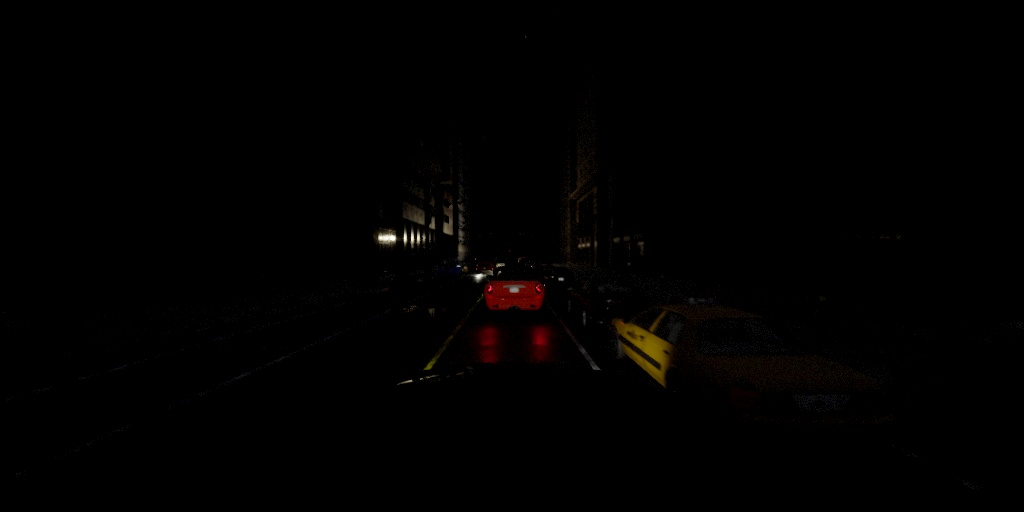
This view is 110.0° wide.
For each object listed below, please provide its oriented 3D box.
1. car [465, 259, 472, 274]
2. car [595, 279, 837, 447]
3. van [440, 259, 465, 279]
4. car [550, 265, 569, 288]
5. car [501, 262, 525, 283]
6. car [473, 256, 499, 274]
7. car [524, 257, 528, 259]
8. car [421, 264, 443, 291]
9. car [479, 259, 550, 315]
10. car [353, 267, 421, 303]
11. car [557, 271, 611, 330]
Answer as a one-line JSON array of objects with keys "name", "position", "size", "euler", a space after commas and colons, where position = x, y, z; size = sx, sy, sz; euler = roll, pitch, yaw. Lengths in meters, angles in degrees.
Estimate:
[{"name": "car", "position": [-5.767, 1.326, 38.765], "size": [1.751, 1.417, 4.829], "euler": [0, 0, 0]}, {"name": "car", "position": [2.762, 1.280, 5.511], "size": [1.751, 1.417, 4.829], "euler": [0, 0, 0]}, {"name": "van", "position": [-5.767, 1.133, 33.333], "size": [1.690, 1.789, 3.998], "euler": [0, 0, 0]}, {"name": "car", "position": [2.760, 1.342, 22.146], "size": [1.948, 1.339, 4.313], "euler": [0, 0, 0]}, {"name": "car", "position": [0.083, 1.291, 29.256], "size": [1.837, 1.490, 4.892], "euler": [0, 0, 0]}, {"name": "car", "position": [-3.097, 1.027, 43.352], "size": [2.150, 2.045, 5.566], "euler": [0, 0, 0]}, {"name": "car", "position": [2.757, 1.249, 44.552], "size": [1.967, 1.591, 4.097], "euler": [0, 0, 0]}, {"name": "car", "position": [-5.765, 1.358, 22.128], "size": [1.802, 1.307, 4.207], "euler": [0, 0, 0]}, {"name": "car", "position": [0.083, 1.117, 13.681], "size": [2.097, 1.767, 4.553], "euler": [0, 0, 0]}, {"name": "car", "position": [-5.765, 1.350, 16.527], "size": [1.802, 1.307, 4.207], "euler": [0, 0, 0]}, {"name": "car", "position": [2.761, 1.312, 10.943], "size": [2.007, 1.370, 4.403], "euler": [0, 0, 0]}]
